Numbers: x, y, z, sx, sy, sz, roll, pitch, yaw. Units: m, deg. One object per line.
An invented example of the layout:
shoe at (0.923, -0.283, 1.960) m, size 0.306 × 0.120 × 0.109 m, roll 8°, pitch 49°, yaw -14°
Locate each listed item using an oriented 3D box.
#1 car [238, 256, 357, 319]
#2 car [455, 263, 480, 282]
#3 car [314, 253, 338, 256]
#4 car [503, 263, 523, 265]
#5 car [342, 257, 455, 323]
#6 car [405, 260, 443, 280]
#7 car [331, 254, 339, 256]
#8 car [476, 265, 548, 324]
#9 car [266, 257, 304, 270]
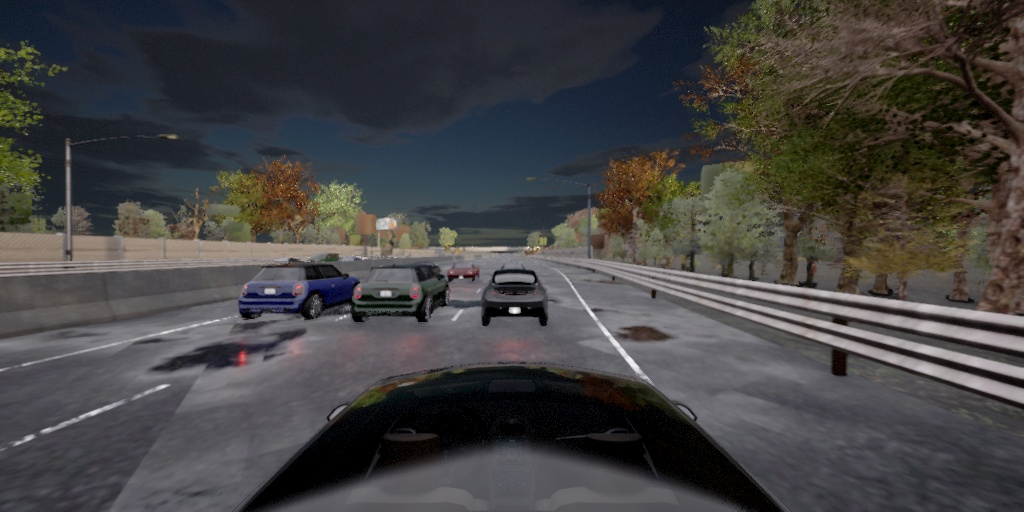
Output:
car at (-6.922, 1.006, 12.402) m, size 2.097 × 1.767 × 4.553 m, roll 0°, pitch 1°, yaw 0°
car at (-3.426, 1.130, 26.396) m, size 1.895 × 1.301 × 4.718 m, roll 0°, pitch 1°, yaw 0°
car at (-24.582, 0.583, 46.913) m, size 2.150 × 2.045 × 5.566 m, roll 0°, pitch 0°, yaw 0°
car at (0.074, 1.130, 26.383) m, size 1.895 × 1.301 × 4.718 m, roll 0°, pitch 1°, yaw 0°
car at (-3.421, 1.012, 11.866) m, size 2.097 × 1.767 × 4.553 m, roll 0°, pitch 1°, yaw 0°
car at (-6.921, 1.074, 28.571) m, size 1.994 × 1.385 × 4.181 m, roll 0°, pitch 0°, yaw 0°
car at (-21.087, 0.840, 46.548) m, size 1.882 × 1.535 × 5.008 m, roll 0°, pitch 0°, yaw 0°
car at (0.079, 1.162, 11.509) m, size 1.837 × 1.490 × 4.892 m, roll 0°, pitch -1°, yaw 0°
car at (-28.059, 0.905, 44.476) m, size 1.812 × 1.442 × 4.674 m, roll 0°, pitch 1°, yaw 0°
